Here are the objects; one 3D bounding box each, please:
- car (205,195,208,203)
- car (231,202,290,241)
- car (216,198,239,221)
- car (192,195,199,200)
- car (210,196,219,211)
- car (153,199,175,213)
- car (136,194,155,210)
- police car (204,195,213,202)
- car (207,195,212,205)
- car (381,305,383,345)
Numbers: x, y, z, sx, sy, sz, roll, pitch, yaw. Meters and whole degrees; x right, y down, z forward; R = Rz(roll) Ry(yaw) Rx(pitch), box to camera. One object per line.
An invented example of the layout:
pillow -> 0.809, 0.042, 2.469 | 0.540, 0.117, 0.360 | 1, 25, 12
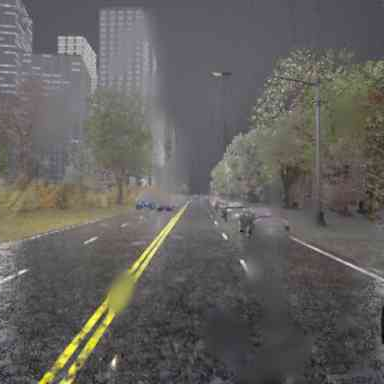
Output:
car -> 3.838, 1.547, 60.614 | 1.882, 1.535, 5.008 | 1, 0, 1
car -> 3.456, 1.474, 16.656 | 2.128, 1.511, 4.902 | 1, 0, 0
car -> 3.418, 1.530, 27.596 | 2.128, 1.511, 4.902 | -1, 0, 1
car -> 0.931, 1.573, 92.367 | 1.812, 1.442, 4.674 | 0, 0, 1
car -> 3.550, 1.562, 38.600 | 2.128, 1.511, 4.902 | -1, 0, 1
car -> -3.009, 1.707, 39.100 | 1.895, 1.301, 4.718 | 0, 0, 1
car -> -6.193, 1.356, 45.278 | 2.150, 2.045, 5.566 | 0, 0, 1
police car -> 4.067, 1.649, 82.629 | 2.038, 1.542, 4.974 | -1, 0, 1
car -> 3.709, 1.506, 49.798 | 1.801, 1.575, 5.366 | 1, 0, 1
car -> 3.368, 1.464, 2.375 | 2.128, 1.511, 4.902 | 1, 1, 0
